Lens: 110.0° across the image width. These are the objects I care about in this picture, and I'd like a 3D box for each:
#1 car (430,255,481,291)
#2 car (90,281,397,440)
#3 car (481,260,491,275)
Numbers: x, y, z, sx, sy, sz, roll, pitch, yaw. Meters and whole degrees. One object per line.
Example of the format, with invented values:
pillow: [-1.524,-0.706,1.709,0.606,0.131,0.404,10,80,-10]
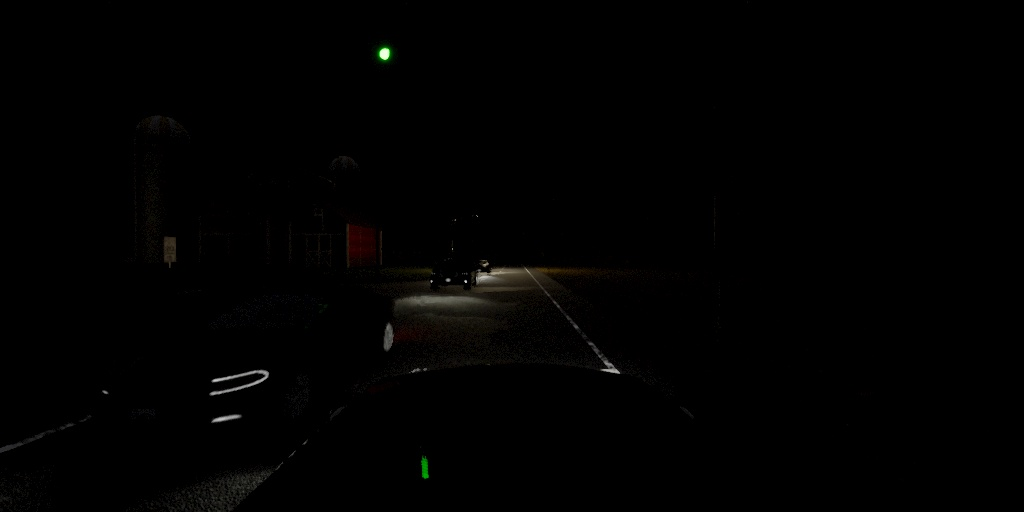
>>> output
car: [-3.360,0.935,21.727,2.150,2.045,5.566,0,0,0]
car: [-3.473,1.230,5.892,1.882,1.535,5.008,0,0,0]
car: [-3.253,1.227,38.610,2.128,1.511,4.902,0,0,0]
